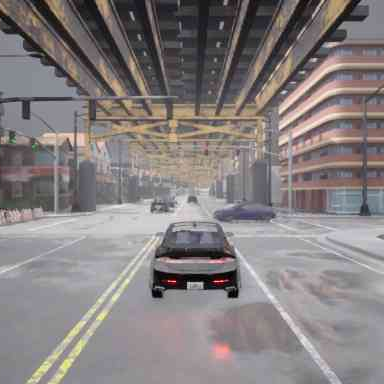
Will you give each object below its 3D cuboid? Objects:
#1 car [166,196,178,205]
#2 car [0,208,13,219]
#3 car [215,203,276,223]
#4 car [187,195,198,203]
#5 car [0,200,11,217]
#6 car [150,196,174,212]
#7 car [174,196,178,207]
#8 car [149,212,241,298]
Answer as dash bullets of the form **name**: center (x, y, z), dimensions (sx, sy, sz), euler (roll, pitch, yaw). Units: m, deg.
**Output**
- **car**: center (-3.591, 1.506, 59.748), dimensions (1.812, 1.442, 4.674), euler (0, 0, 0)
- **car**: center (-16.769, 1.453, 25.955), dimensions (4.974, 1.542, 2.038), euler (0, 0, -20)
- **car**: center (3.883, 1.525, 24.609), dimensions (4.674, 1.442, 1.812), euler (0, 0, -11)
- **car**: center (0.082, 1.451, 66.879), dimensions (1.837, 1.490, 4.892), euler (0, 0, 0)
- **car**: center (-16.817, 1.295, 25.937), dimensions (4.536, 1.218, 1.853), euler (0, 0, -20)
- **car**: center (-3.607, 1.491, 37.948), dimensions (2.128, 1.511, 4.902), euler (0, 0, 0)
- **car**: center (-3.604, 1.352, 48.123), dimensions (2.097, 1.767, 4.553), euler (0, 0, 0)
- **car**: center (0.071, 1.492, 8.480), dimensions (2.128, 1.511, 4.902), euler (0, 0, 0)
